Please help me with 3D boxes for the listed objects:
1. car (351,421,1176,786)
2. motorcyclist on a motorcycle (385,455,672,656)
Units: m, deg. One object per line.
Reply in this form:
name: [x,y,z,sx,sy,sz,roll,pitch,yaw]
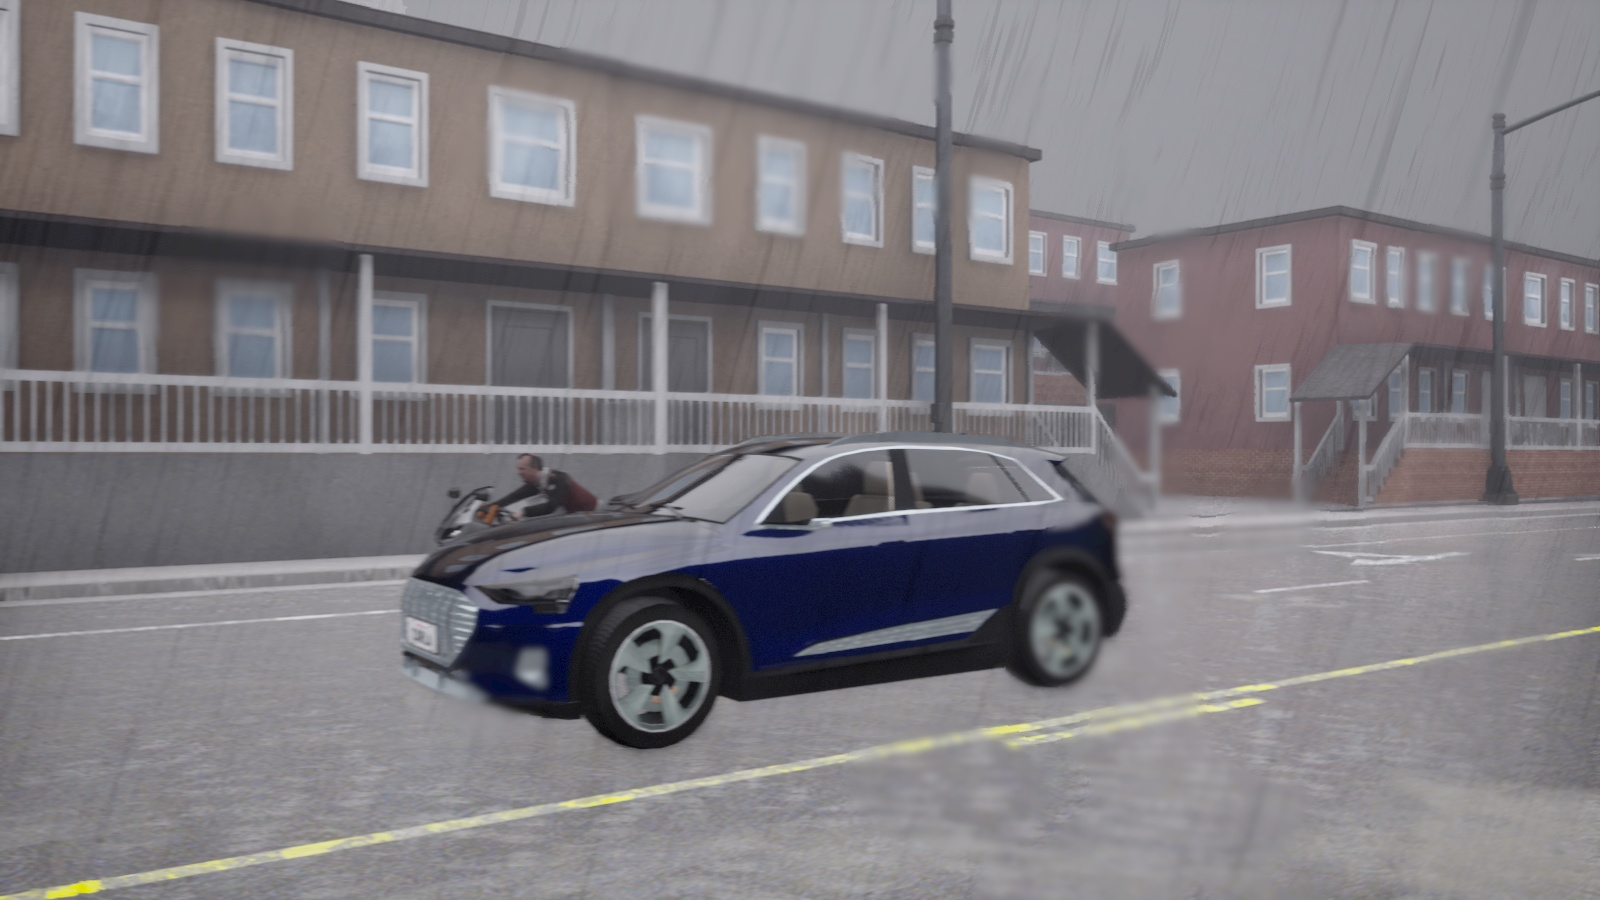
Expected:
car: [-0.048,0.694,7.890,4.856,1.649,2.033,0,0,-35]
motorcyclist on a motorcycle: [-2.257,0.810,10.572,2.191,1.530,0.866,0,0,-33]
